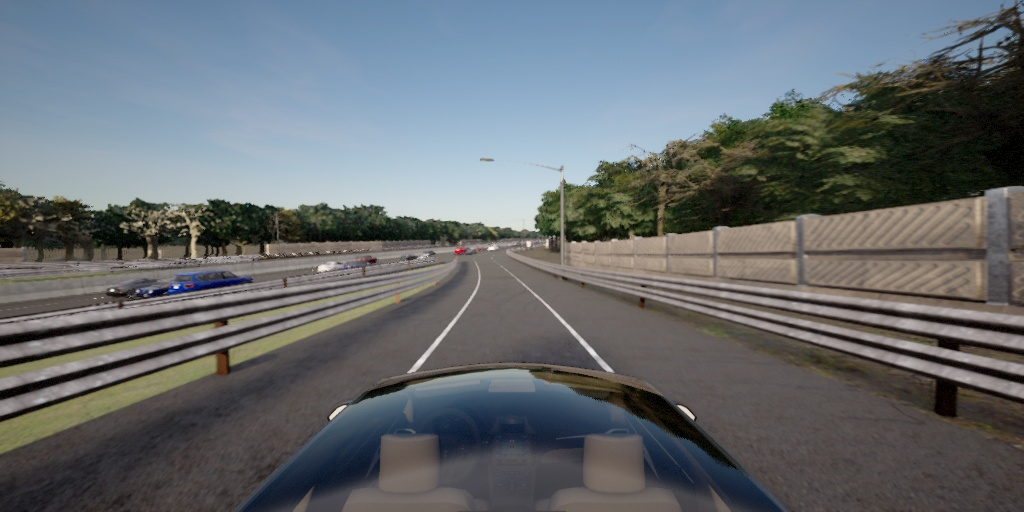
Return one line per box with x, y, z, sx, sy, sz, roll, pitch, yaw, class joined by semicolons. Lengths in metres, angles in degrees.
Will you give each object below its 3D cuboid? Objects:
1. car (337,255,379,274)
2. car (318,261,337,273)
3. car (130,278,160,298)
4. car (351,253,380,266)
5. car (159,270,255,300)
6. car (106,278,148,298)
-19.276;1.263;45.212;2.097;1.767;4.553;0;3;11;car
-22.696;1.420;45.962;1.812;1.442;4.674;0;3;11;car
-26.291;2.495;28.324;1.895;1.301;4.718;0;3;11;car
-23.743;0.563;58.354;2.097;1.767;4.553;0;3;11;car
-22.860;2.115;27.615;2.150;2.045;5.566;0;3;12;car
-29.725;2.442;28.992;1.994;1.385;4.181;0;3;12;car
